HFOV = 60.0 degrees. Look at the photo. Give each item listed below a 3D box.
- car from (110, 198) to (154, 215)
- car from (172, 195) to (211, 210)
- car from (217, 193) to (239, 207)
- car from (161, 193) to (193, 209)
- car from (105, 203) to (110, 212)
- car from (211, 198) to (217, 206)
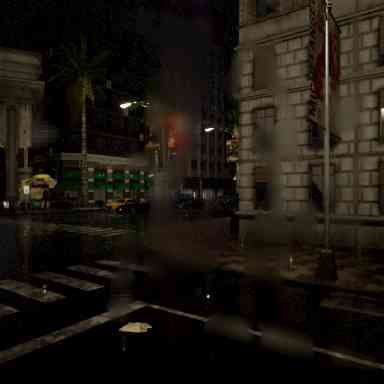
[{"bbox_3d":[-5.918,1.564,34.445,1.994,1.385,4.181,0,0,36],"label":"car"},{"bbox_3d":[-0.012,1.526,42.473,1.812,1.442,4.674,0,0,37],"label":"car"},{"bbox_3d":[6.772,1.221,50.718,5.566,2.045,2.150,0,0,-45],"label":"car"},{"bbox_3d":[-1.797,1.221,45.952,2.150,2.045,5.566,0,0,37],"label":"car"},{"bbox_3d":[-7.599,1.478,38.073,1.882,1.535,5.008,0,0,37],"label":"car"},{"bbox_3d":[4.886,1.352,53.644,4.553,1.767,2.097,0,0,-43],"label":"car"}]
